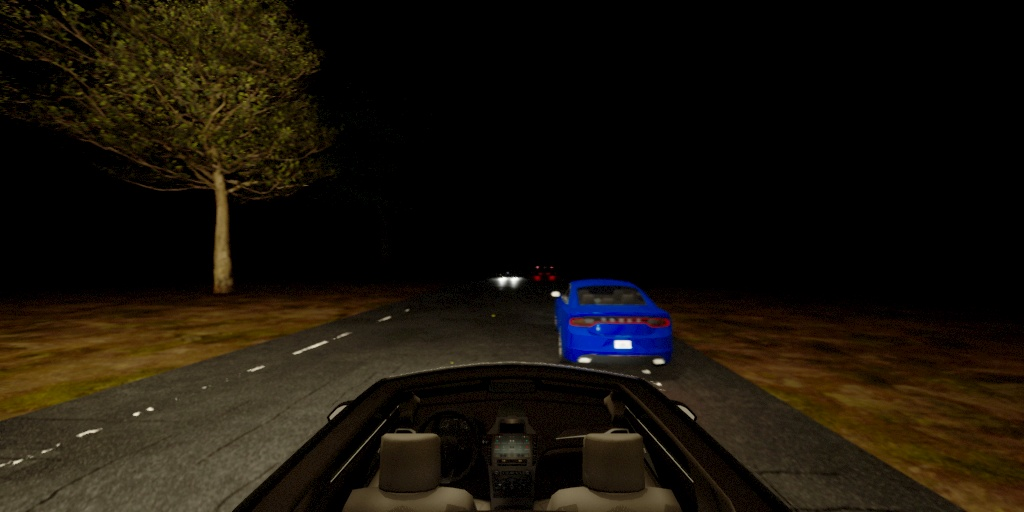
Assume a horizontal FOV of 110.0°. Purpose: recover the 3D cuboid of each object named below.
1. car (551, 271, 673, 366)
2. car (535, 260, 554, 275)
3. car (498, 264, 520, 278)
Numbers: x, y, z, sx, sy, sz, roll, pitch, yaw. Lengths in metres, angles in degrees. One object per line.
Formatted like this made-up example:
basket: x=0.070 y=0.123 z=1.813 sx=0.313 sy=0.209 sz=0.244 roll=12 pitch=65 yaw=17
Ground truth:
car: x=1.959 y=1.253 z=8.092 sx=1.882 sy=1.535 sz=5.008 roll=0 pitch=0 yaw=5
car: x=3.811 y=1.302 z=41.785 sx=2.097 sy=1.767 sz=4.553 roll=0 pitch=0 yaw=5
car: x=-0.256 y=1.520 z=37.615 sx=1.994 sy=1.385 sz=4.181 roll=0 pitch=0 yaw=5
